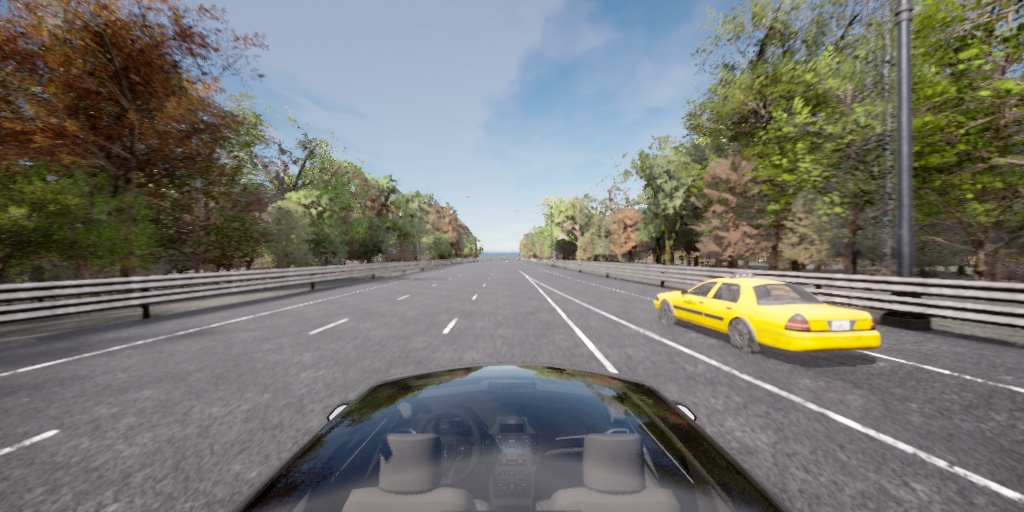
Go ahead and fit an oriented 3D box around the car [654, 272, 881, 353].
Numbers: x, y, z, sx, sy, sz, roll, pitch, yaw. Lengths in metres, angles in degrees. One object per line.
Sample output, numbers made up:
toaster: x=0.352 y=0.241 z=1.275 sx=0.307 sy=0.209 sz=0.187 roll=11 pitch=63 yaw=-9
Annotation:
car: x=5.401 y=1.172 z=8.713 sx=1.801 sy=1.575 sz=5.366 roll=0 pitch=0 yaw=-6
